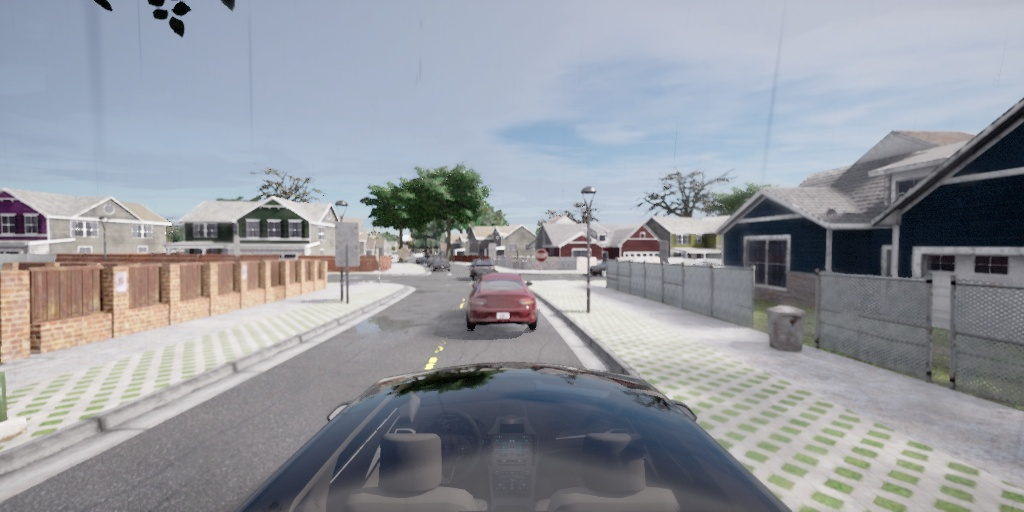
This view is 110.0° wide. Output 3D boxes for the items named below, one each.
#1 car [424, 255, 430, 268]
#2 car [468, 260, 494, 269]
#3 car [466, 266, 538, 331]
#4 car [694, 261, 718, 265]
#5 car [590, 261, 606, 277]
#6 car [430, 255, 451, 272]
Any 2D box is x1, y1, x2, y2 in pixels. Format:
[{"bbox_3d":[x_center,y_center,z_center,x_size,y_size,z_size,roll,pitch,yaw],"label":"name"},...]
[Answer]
[{"bbox_3d":[-11.196,0.881,51.639,1.837,1.490,4.892,-1,1,-18],"label":"car"},{"bbox_3d":[-2.431,1.026,28.645,2.128,1.511,4.902,0,1,-10],"label":"car"},{"bbox_3d":[-0.329,1.202,10.633,1.812,1.442,4.674,0,1,-3],"label":"car"},{"bbox_3d":[19.182,1.244,35.911,4.181,1.385,1.994,0,2,-18],"label":"car"},{"bbox_3d":[9.333,1.112,32.906,4.892,1.490,1.837,0,2,-16],"label":"car"},{"bbox_3d":[-8.099,0.960,40.996,1.837,1.490,4.892,0,0,-15],"label":"car"}]
